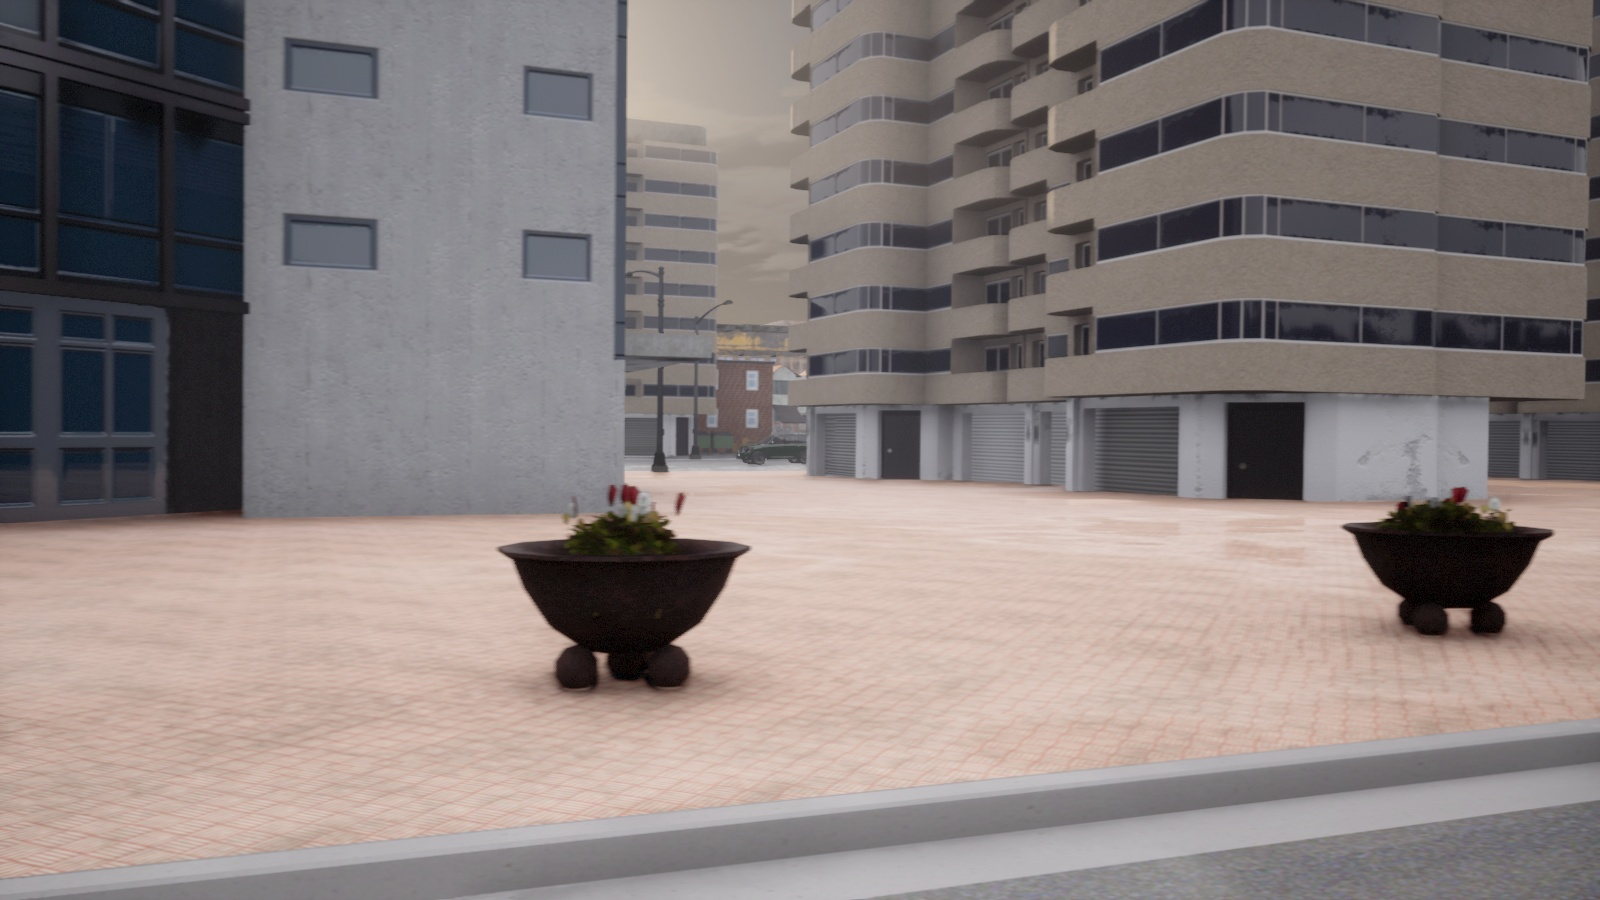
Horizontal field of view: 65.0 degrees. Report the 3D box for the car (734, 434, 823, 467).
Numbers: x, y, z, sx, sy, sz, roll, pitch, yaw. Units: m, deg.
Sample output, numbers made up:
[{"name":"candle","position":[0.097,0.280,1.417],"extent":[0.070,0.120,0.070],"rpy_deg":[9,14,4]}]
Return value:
[{"name":"car","position":[-1.445,-0.006,84.124],"extent":[5.566,2.045,2.150],"rpy_deg":[-2,1,-22]}]
